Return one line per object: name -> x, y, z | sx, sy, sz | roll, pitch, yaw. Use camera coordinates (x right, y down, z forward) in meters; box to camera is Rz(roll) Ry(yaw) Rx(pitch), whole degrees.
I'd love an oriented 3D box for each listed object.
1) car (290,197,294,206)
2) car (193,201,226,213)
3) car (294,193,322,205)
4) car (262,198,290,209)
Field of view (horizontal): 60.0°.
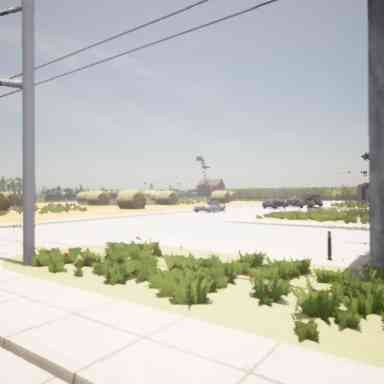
car -> 16.242, 1.601, 52.642 | 1.837, 1.490, 4.892 | 0, 0, 34
car -> 2.022, 1.720, 38.281 | 1.895, 1.301, 4.718 | -1, 0, 34
car -> 15.921, 1.210, 44.823 | 1.905, 1.878, 3.866 | -6, -1, -8
car -> 11.127, 1.536, 45.118 | 2.128, 1.511, 4.902 | -1, -1, 35
